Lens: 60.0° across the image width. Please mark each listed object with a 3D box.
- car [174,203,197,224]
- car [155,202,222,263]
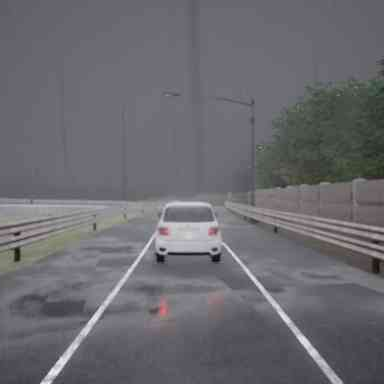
[{"bbox_3d":[-0.520,1.808,29.347,1.882,1.535,5.008,0,0,1],"label":"car"},{"bbox_3d":[-0.161,1.372,12.719,2.150,2.045,5.566,0,0,-1],"label":"car"}]
